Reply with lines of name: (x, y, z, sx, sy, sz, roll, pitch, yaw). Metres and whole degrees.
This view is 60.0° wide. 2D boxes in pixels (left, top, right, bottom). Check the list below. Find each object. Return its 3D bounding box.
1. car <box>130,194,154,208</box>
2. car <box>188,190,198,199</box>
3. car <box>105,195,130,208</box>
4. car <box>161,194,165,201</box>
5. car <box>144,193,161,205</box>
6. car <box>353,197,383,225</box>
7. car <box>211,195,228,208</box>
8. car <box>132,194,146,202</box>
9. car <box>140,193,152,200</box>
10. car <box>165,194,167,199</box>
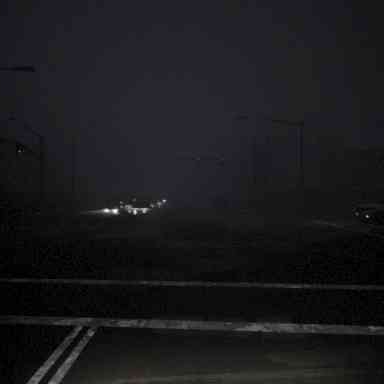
car: (-6.898, 1.431, 46.022, 1.994, 1.385, 4.181, 0, 1, 1)
car: (0.215, 0.604, 76.582, 2.150, 2.045, 5.566, 0, 1, 0)
car: (-10.400, 1.369, 45.410, 2.128, 1.511, 4.902, 0, 1, 1)
car: (-6.819, 1.210, 64.830, 1.895, 1.301, 4.718, 0, 1, 0)
car: (-6.849, 1.305, 55.253, 2.033, 1.411, 5.357, 0, 1, 0)
car: (14.486, 1.235, 23.511, 5.566, 2.045, 2.150, 1, 0, 2)
car: (3.726, 1.228, 45.366, 2.097, 1.767, 4.553, 0, 1, 0)
car: (-10.320, 1.179, 64.556, 1.994, 1.385, 4.181, 0, 1, 0)
car: (-10.289, 0.948, 75.174, 2.033, 1.411, 5.357, 0, 1, 0)
car: (-6.789, 1.003, 75.178, 1.895, 1.301, 4.718, 0, 1, 0)
